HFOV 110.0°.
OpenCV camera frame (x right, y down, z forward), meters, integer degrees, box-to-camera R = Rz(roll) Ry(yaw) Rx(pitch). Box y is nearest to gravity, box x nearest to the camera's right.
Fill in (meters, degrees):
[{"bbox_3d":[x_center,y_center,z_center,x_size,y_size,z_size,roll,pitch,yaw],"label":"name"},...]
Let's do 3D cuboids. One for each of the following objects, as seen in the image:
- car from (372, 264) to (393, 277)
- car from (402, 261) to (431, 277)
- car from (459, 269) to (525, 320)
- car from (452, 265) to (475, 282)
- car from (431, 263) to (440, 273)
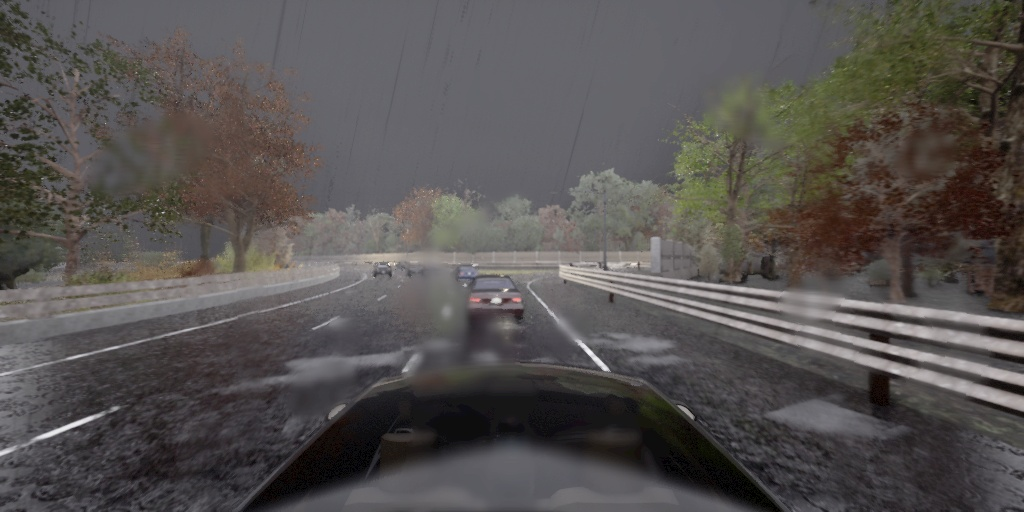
[{"bbox_3d":[-14.795,1.577,40.979,1.812,1.442,4.674,0,0,-22],"label":"car"},{"bbox_3d":[-10.901,1.526,40.629,2.128,1.511,4.902,0,0,-20],"label":"car"},{"bbox_3d":[-0.716,1.370,12.932,2.033,1.411,5.357,0,0,-6],"label":"car"},{"bbox_3d":[-4.119,1.498,31.427,2.033,1.411,5.357,0,0,-16],"label":"car"},{"bbox_3d":[-11.703,1.650,51.123,2.033,1.411,5.357,0,0,-25],"label":"car"}]
